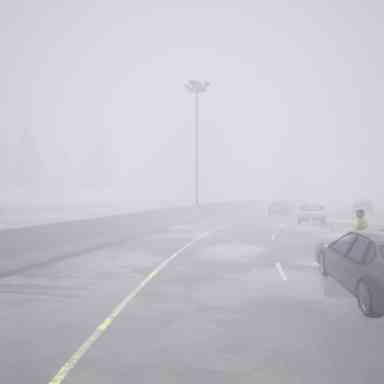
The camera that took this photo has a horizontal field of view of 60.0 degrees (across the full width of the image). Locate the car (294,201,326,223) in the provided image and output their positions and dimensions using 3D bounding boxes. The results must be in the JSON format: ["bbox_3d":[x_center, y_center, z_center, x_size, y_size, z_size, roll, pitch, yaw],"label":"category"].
[{"bbox_3d":[9.063,1.601,24.930,1.895,1.301,4.718,0,0,23],"label":"car"}]

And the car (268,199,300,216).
[{"bbox_3d":[8.740,1.491,32.362,2.128,1.511,4.902,0,0,26],"label":"car"}]

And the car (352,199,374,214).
[{"bbox_3d":[18.073,1.478,35.252,1.882,1.535,5.008,0,0,27],"label":"car"}]

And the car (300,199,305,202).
[{"bbox_3d":[13.144,1.547,41.080,2.033,1.411,5.357,0,0,28],"label":"car"}]

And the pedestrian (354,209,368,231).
[{"bbox_3d":[4.822,1.294,9.417,0.375,1.860,0.375,0,0,9],"label":"pedestrian"}]

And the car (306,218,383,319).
[{"bbox_3d":[4.146,1.547,7.174,2.033,1.411,5.357,0,0,8],"label":"car"}]
